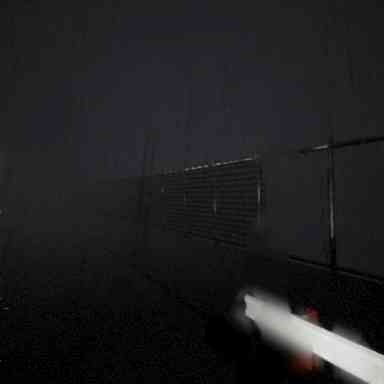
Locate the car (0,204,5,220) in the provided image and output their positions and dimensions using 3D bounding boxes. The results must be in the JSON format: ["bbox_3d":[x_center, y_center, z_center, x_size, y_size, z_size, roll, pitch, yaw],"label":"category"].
[{"bbox_3d":[-19.677,1.848,32.654,2.097,1.767,4.553,-2,0,-26],"label":"car"}]
